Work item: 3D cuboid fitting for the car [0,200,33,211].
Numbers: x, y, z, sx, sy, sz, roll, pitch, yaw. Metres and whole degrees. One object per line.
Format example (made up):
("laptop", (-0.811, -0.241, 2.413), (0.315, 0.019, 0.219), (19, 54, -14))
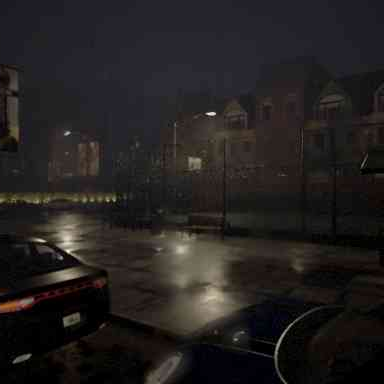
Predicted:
("car", (-21.300, 1.574, 39.684), (1.895, 1.301, 4.718), (0, 0, 35))

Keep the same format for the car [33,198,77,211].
("car", (-16.345, 1.502, 40.622), (1.812, 1.442, 4.674), (0, 0, 35))

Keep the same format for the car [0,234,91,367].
("car", (-3.551, 1.476, 5.668), (5.008, 1.535, 2.097), (0, 0, 35))

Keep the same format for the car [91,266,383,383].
("car", (1.760, 1.355, 2.048), (4.553, 1.767, 2.185), (0, 0, 35))
